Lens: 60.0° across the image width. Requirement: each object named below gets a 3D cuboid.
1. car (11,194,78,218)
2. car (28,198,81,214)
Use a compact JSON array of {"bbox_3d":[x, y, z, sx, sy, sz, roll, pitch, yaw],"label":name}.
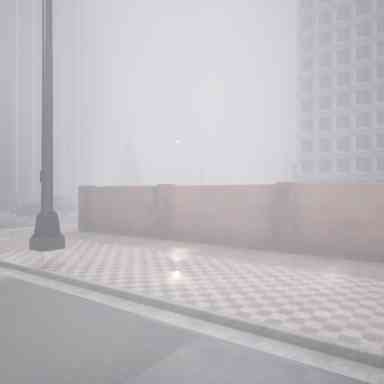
[{"bbox_3d":[-13.778,1.221,31.164,2.150,2.045,5.566,0,0,35],"label":"car"},{"bbox_3d":[-14.736,1.478,35.885,1.882,1.535,5.008,0,0,35],"label":"car"}]
